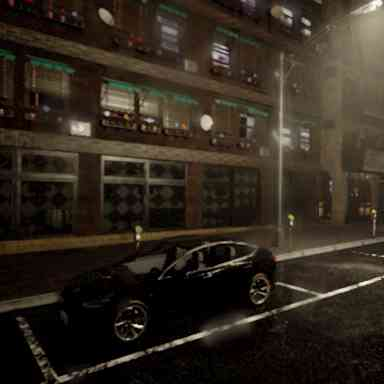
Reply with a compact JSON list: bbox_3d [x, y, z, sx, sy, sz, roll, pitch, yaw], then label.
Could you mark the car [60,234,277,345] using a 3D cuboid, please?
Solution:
[{"bbox_3d":[-0.198,1.556,6.402,4.313,1.339,1.947,0,1,-35],"label":"car"}]
